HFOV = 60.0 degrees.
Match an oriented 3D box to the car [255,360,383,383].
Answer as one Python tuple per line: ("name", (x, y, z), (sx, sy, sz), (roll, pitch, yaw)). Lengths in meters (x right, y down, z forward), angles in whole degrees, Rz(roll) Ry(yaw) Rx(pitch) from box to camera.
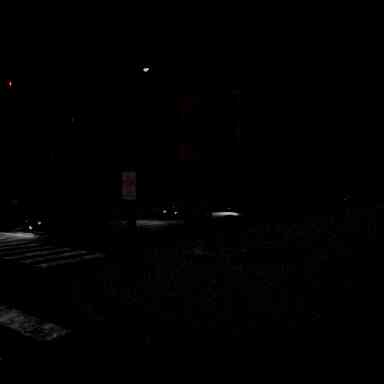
("car", (2.145, 1.551, 1.314), (4.403, 1.369, 2.008), (0, 0, 36))

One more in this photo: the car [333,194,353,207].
("car", (24.011, 1.349, 52.931), (2.150, 2.045, 5.566), (0, 0, 35))

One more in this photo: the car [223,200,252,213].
("car", (5.261, 1.623, 38.008), (1.994, 1.385, 4.181), (0, 0, 36))

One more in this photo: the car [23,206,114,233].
("car", (-7.273, 1.567, 20.329), (2.033, 1.411, 5.357), (0, 0, 35))

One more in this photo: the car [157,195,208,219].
("car", (-0.682, 1.258, 29.637), (2.150, 2.045, 5.566), (0, 0, 35))
